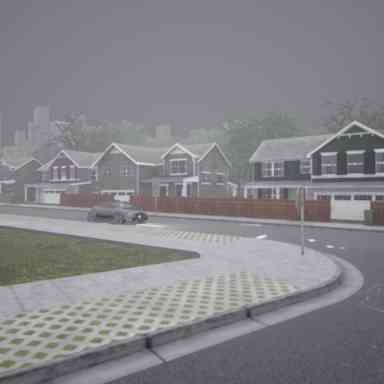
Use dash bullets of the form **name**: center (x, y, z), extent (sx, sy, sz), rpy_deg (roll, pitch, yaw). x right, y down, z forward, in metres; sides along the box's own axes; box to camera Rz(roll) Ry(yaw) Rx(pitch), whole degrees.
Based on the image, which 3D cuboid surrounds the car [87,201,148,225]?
- **car**: center (-4.895, 1.318, 21.751), extent (4.181, 1.385, 1.994), rpy_deg (1, 1, 34)
